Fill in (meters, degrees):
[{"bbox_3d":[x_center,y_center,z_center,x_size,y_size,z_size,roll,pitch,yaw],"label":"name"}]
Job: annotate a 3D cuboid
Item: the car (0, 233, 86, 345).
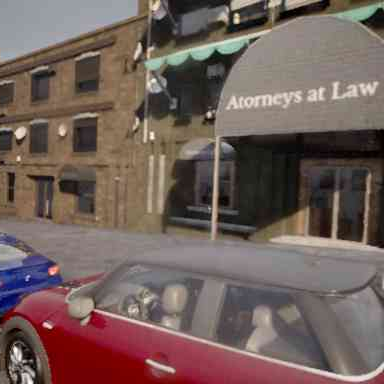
[{"bbox_3d":[-4.521,1.549,6.763,4.674,1.452,2.002,0,0,36],"label":"car"}]
